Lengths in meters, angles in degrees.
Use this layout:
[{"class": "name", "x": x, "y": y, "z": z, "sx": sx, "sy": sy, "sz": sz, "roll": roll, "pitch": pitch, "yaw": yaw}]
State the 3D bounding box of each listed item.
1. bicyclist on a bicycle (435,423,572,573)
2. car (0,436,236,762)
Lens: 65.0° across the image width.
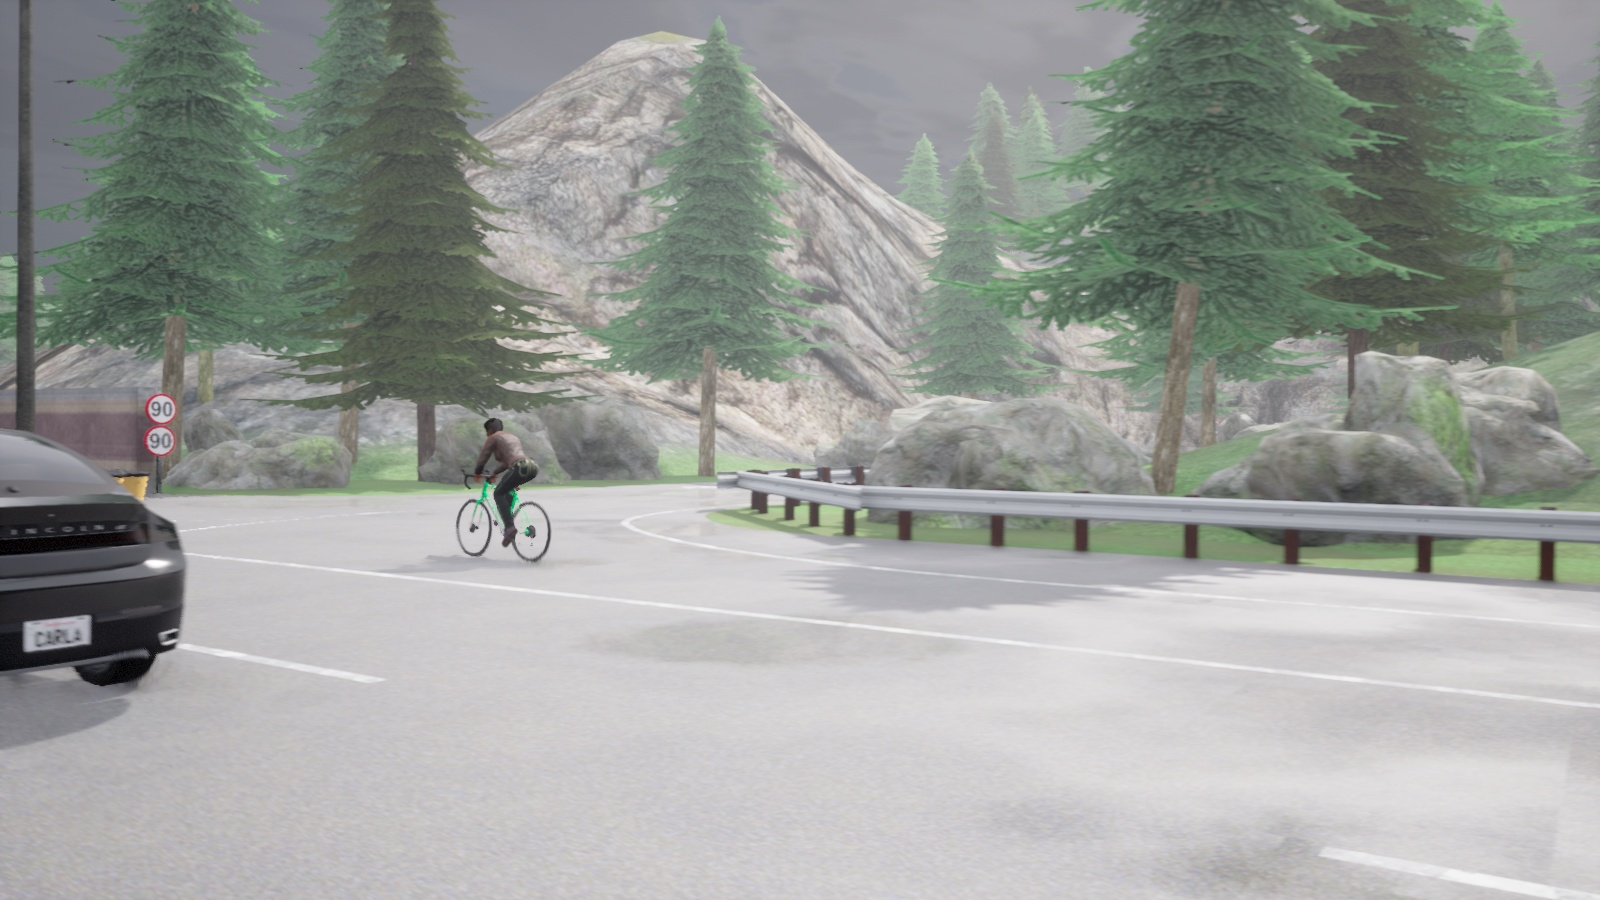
[{"class": "bicyclist on a bicycle", "x": -3.390, "y": 0.519, "z": 14.319, "sx": 1.656, "sy": 1.620, "sz": 0.582, "roll": 0, "pitch": 0, "yaw": 37}, {"class": "car", "x": -5.587, "y": 0.687, "z": 7.324, "sx": 4.892, "sy": 1.490, "sz": 1.837, "roll": 0, "pitch": 1, "yaw": 33}]
